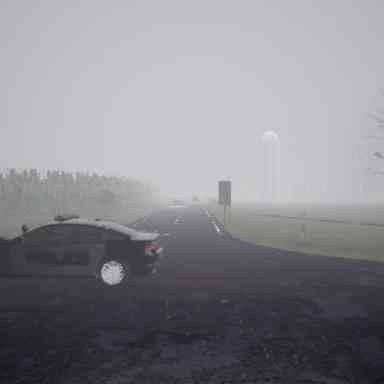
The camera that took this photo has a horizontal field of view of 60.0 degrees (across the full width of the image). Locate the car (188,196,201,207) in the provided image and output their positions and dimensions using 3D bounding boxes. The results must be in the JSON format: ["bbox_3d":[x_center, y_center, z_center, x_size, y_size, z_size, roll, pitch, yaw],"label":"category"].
[{"bbox_3d":[0.445,1.497,53.160,1.882,1.535,5.008,0,0,0],"label":"car"}]

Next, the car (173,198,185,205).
[{"bbox_3d":[-2.267,1.627,57.751,1.895,1.301,4.718,0,0,0],"label":"car"}]

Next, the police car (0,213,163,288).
[{"bbox_3d":[-3.379,1.399,8.668,5.238,1.638,1.930,1,0,0],"label":"police car"}]

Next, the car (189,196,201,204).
[{"bbox_3d":[0.529,1.525,63.580,2.128,1.511,4.902,0,0,0],"label":"car"}]
